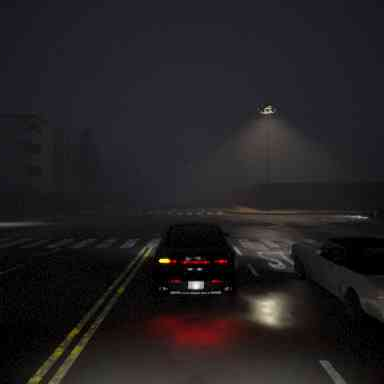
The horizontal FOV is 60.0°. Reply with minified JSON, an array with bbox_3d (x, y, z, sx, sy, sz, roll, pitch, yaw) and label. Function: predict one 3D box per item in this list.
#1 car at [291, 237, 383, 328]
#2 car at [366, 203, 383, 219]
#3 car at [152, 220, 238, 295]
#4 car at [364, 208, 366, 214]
[{"bbox_3d":[3.598,1.601,6.944,1.895,1.301,4.718,0,0,0],"label":"car"},{"bbox_3d":[17.092,1.492,26.548,4.902,1.511,2.128,0,0,0],"label":"car"},{"bbox_3d":[0.058,1.506,8.728,1.837,1.490,4.892,0,0,0],"label":"car"},{"bbox_3d":[17.882,1.565,30.042,4.181,1.385,1.994,0,0,0],"label":"car"}]
